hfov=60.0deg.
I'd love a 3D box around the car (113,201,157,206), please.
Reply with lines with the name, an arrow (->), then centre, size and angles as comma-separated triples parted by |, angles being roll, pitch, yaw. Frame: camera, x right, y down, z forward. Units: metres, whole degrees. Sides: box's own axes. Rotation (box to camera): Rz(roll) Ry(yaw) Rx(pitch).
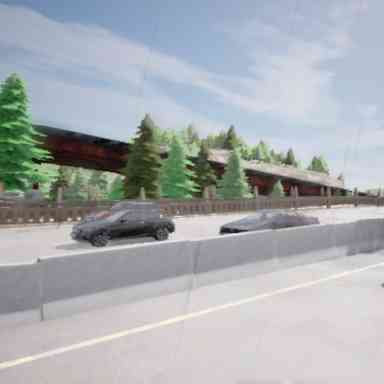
car -> -3.710, 1.307, 18.568 | 4.553, 1.767, 2.097 | 0, 0, -36

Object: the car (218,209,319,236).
car -> 3.736, 1.496, 15.295 | 5.357, 1.411, 2.033 | 0, 0, -36

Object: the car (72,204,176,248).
car -> -2.903, 1.491, 14.841 | 4.674, 1.442, 1.812 | 0, 0, -36
